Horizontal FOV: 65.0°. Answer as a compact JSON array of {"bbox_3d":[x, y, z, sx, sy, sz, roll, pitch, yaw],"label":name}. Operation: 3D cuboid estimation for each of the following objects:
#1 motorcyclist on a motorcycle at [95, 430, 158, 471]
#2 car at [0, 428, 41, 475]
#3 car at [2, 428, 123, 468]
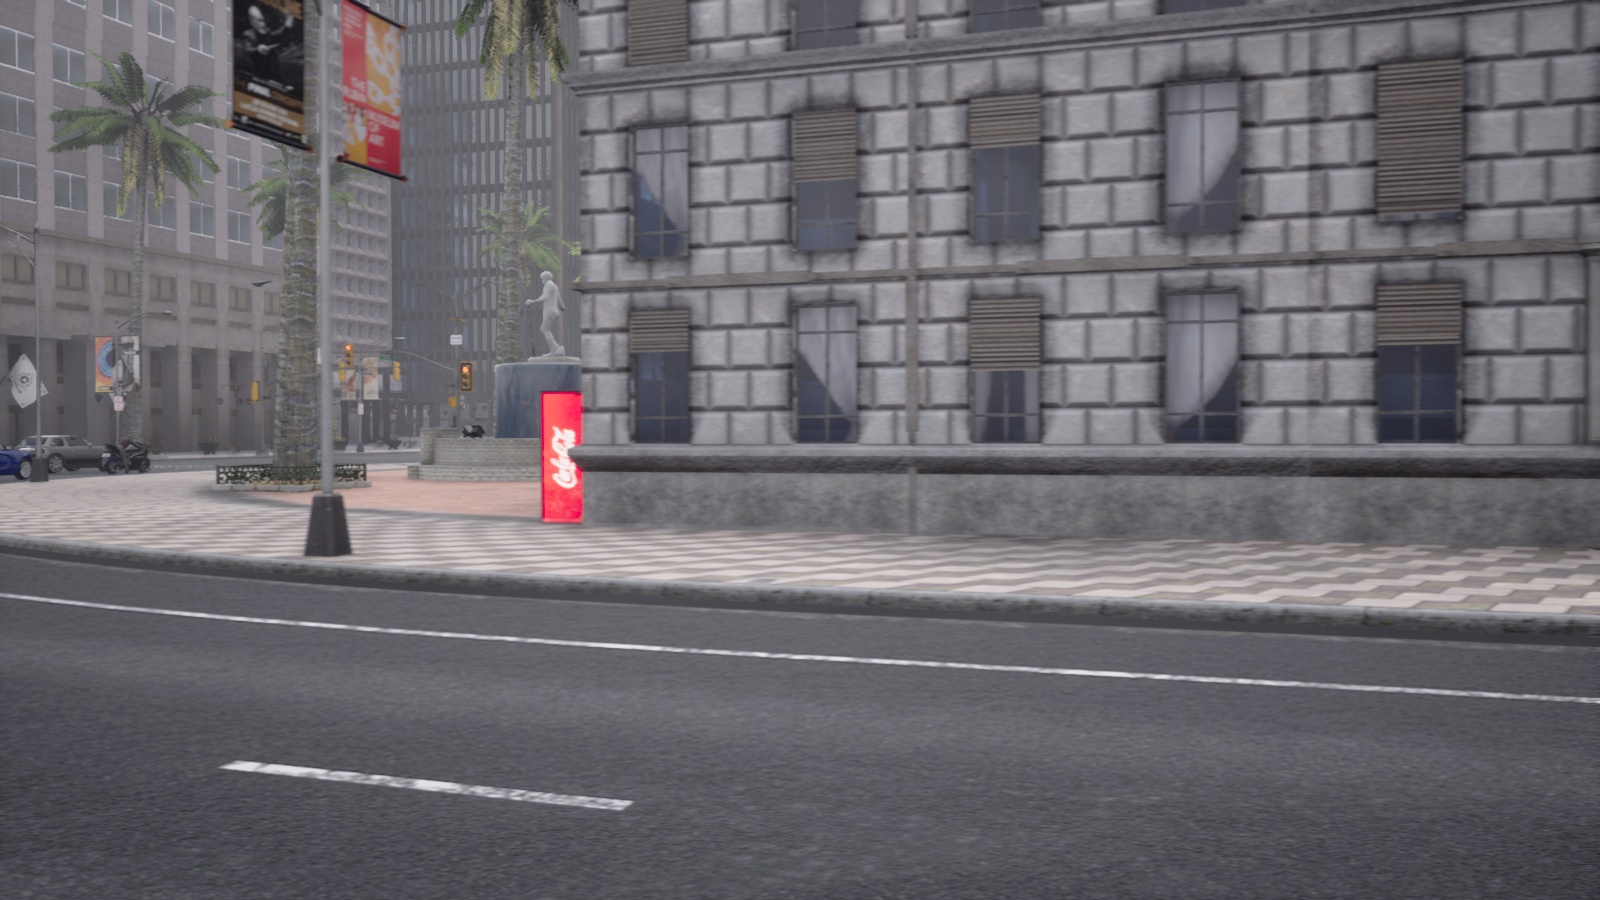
[{"bbox_3d":[-25.749,-0.001,48.064,0.866,1.530,2.191,0,1,15],"label":"motorcyclist on a motorcycle"},{"bbox_3d":[-26.907,0.057,40.522,1.882,1.535,5.008,0,1,-1],"label":"car"},{"bbox_3d":[-28.939,-0.105,49.424,1.970,1.475,3.806,0,1,15],"label":"car"}]
